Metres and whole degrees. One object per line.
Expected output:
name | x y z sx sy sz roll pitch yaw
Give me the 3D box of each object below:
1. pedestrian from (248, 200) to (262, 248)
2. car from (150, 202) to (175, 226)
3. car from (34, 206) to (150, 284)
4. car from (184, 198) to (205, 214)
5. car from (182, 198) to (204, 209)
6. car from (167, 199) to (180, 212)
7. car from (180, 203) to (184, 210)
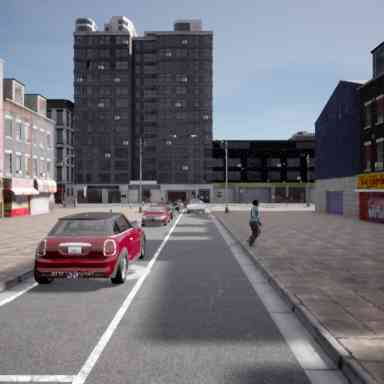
pedestrian | 2.331 1.142 12.491 0.375 1.860 0.375 0 0 1
car | -2.428 1.579 23.125 1.802 1.307 4.206 0 0 1
car | -2.663 1.350 9.735 2.097 1.767 4.553 0 0 1
car | 0.415 1.596 36.094 1.895 1.301 4.718 0 0 1
car | 0.085 1.543 46.396 2.033 1.411 5.357 0 0 -10
car | -2.377 1.562 28.577 1.947 1.339 4.313 0 0 1
car | -2.276 1.561 39.481 1.947 1.339 4.313 0 0 1
